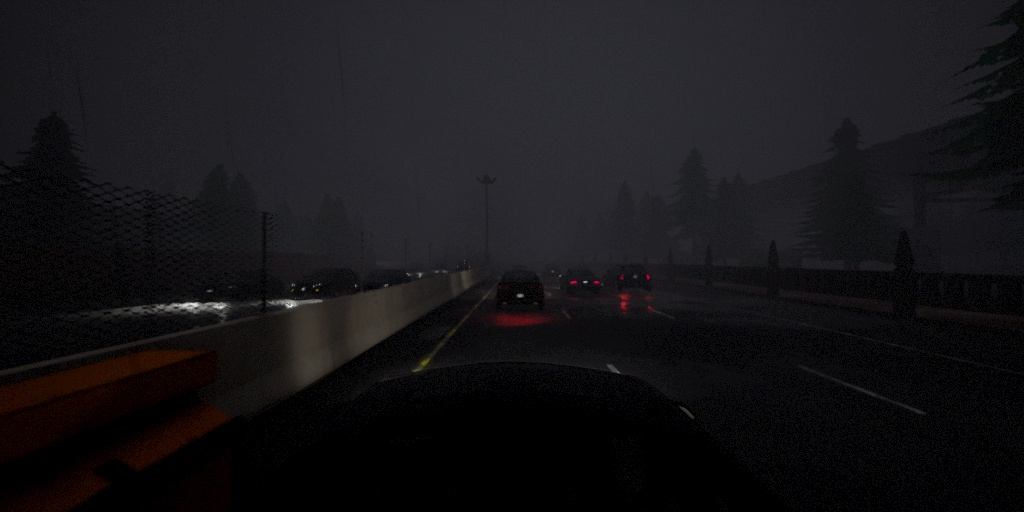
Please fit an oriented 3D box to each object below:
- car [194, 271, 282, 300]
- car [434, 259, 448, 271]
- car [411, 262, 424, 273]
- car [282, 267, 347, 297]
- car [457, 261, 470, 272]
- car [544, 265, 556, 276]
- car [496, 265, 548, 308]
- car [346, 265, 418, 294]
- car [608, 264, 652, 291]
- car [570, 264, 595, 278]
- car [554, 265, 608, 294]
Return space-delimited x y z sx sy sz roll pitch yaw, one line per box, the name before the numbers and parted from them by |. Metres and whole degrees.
car | -13.783 1.451 18.420 1.994 1.385 4.181 0 -1 1
car | -12.431 1.495 62.938 2.150 2.045 5.566 0 0 -13
car | -14.237 1.670 53.425 1.882 1.535 5.008 0 -1 -7
car | -10.247 1.409 20.117 1.837 1.490 4.892 0 -1 1
car | -7.285 1.556 54.139 2.097 1.767 4.553 0 -1 -7
car | 4.298 1.650 39.924 1.994 1.385 4.181 0 -1 0
car | 0.363 1.351 15.899 1.882 1.535 5.008 0 0 1
car | -6.764 1.424 19.261 1.812 1.442 4.674 0 -1 1
car | 7.536 1.302 23.858 2.097 1.767 4.553 0 0 1
car | 7.796 1.651 39.849 1.994 1.385 4.181 0 -1 0
car | 3.991 1.474 21.679 2.033 1.411 5.357 0 0 1
